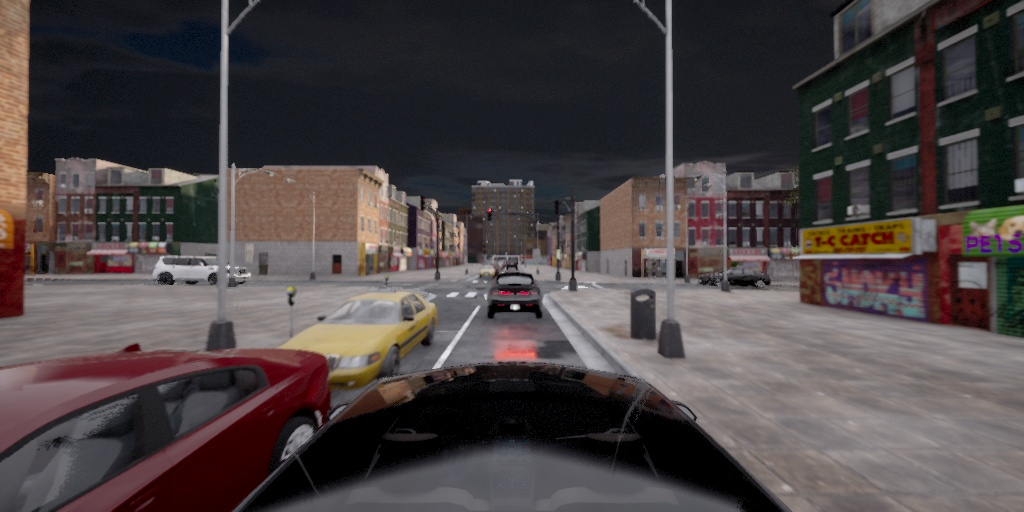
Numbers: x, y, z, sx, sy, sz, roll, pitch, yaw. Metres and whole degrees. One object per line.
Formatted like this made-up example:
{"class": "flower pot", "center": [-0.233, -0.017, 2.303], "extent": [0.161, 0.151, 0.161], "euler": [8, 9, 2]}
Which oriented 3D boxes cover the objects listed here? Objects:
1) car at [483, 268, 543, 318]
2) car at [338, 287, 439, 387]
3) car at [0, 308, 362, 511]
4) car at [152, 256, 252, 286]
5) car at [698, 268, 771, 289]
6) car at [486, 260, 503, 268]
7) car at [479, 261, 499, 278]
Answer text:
{"class": "car", "center": [0.098, 1.346, 13.427], "extent": [1.837, 1.490, 4.892], "euler": [0, 0, 0]}
{"class": "car", "center": [-2.636, 1.317, 7.042], "extent": [1.751, 1.417, 4.829], "euler": [0, 0, 0]}
{"class": "car", "center": [-2.637, 1.295, 1.719], "extent": [1.888, 1.381, 4.507], "euler": [0, 0, 0]}
{"class": "car", "center": [-20.914, 1.002, 24.278], "extent": [5.566, 2.045, 2.150], "euler": [0, -1, 0]}
{"class": "car", "center": [16.902, 1.654, 27.415], "extent": [5.008, 1.535, 1.882], "euler": [1, -1, 0]}
{"class": "car", "center": [-2.632, 1.428, 44.611], "extent": [2.192, 1.841, 5.009], "euler": [0, 0, 0]}
{"class": "car", "center": [-2.633, 1.588, 38.998], "extent": [1.751, 1.417, 4.829], "euler": [0, 0, 0]}
